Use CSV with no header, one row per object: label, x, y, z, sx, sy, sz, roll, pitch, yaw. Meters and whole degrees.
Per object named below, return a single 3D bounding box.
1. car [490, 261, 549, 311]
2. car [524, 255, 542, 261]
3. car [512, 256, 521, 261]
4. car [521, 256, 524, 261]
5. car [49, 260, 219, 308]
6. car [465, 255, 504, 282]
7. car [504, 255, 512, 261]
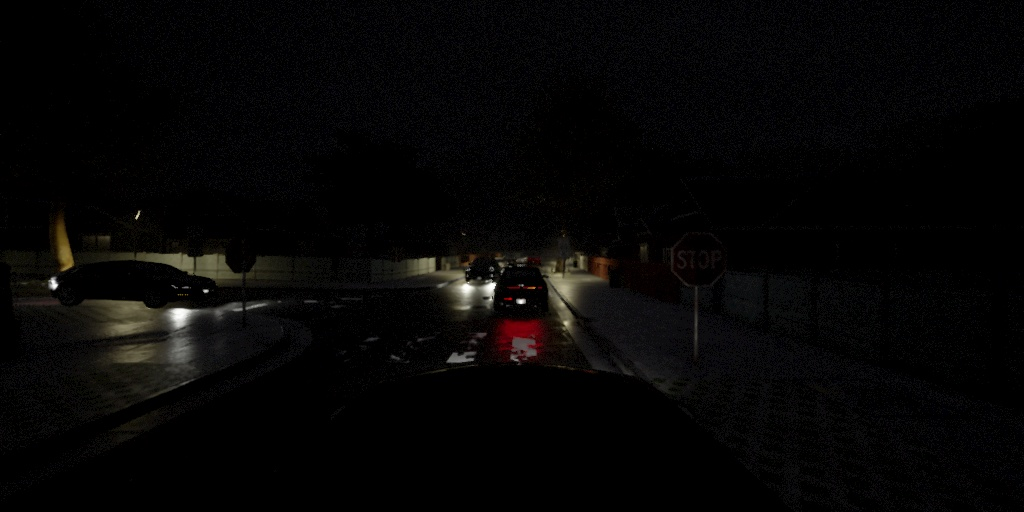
car,0.368,1.140,13.775,1.837,1.490,4.892,1,1,2
car,3.191,0.579,50.739,1.882,1.535,5.008,0,1,7
car,-0.431,0.692,44.873,2.128,1.511,4.902,0,1,6
car,0.794,0.636,54.940,1.895,1.301,4.718,0,1,8
car,-12.999,0.921,12.490,4.892,1.490,1.837,1,0,2
car,-2.027,0.850,25.860,2.097,1.767,4.553,0,1,4
car,-1.386,0.888,34.786,1.812,1.442,4.674,0,1,5
